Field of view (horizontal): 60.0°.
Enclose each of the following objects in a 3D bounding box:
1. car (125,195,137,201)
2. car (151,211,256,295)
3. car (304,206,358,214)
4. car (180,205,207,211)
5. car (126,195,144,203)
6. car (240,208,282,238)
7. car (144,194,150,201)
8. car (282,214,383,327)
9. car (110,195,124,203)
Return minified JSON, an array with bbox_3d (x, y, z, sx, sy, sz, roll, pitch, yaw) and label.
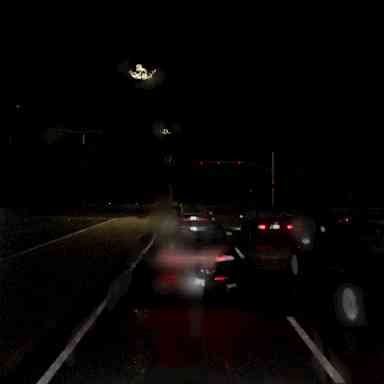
[{"bbox_3d":[-15.127,1.424,82.883,2.033,1.411,5.357,0,0,0],"label":"car"},{"bbox_3d":[0.086,1.479,8.633,2.128,1.511,4.902,0,0,0],"label":"car"},{"bbox_3d":[7.075,1.481,17.116,1.837,1.490,4.892,0,0,0],"label":"car"},{"bbox_3d":[0.074,1.479,18.054,1.837,1.490,4.892,0,0,0],"label":"car"},{"bbox_3d":[-11.610,1.467,67.116,1.994,1.385,4.181,0,0,0],"label":"car"},{"bbox_3d":[3.578,1.524,16.649,2.033,1.411,5.357,0,0,0],"label":"car"},{"bbox_3d":[-11.628,1.384,83.030,1.837,1.490,4.892,0,0,0],"label":"car"},{"bbox_3d":[3.589,1.468,7.030,1.882,1.535,5.008,0,0,0],"label":"car"},{"bbox_3d":[-15.107,1.384,66.945,1.882,1.535,5.008,0,0,0],"label":"car"}]
